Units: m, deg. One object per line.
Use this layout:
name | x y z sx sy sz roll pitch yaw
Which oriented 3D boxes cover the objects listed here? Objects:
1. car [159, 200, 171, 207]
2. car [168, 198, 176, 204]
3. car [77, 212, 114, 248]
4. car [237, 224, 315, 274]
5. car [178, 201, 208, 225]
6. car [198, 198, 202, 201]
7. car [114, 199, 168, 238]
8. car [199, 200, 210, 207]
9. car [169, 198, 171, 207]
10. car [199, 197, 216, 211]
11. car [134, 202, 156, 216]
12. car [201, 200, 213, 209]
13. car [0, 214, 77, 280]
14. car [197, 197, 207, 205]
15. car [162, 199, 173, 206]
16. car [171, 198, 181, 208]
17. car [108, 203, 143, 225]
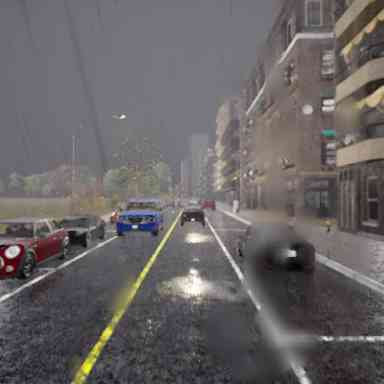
car | -5.367 2.255 66.736 1.887 1.381 4.507 1 -1 0
car | -5.387 2.397 89.352 1.967 1.590 4.097 1 -1 0
car | -5.321 1.734 15.854 1.947 1.339 4.313 1 -1 0
car | 2.564 1.680 10.823 1.947 1.339 4.313 1 -1 0
car | 0.073 1.788 26.689 1.837 1.490 4.892 0 0 0
car | 0.020 1.917 43.702 1.801 1.575 5.366 0 -1 0
car | -2.868 1.427 19.488 2.150 2.045 5.566 0 -1 0
car | 2.512 2.283 67.430 1.947 1.339 4.313 1 -1 0
car | -5.363 2.231 61.083 1.802 1.307 4.206 1 -1 0
car | 2.530 1.848 50.451 2.192 1.841 5.009 1 -1 0
car | -5.342 1.951 38.468 1.887 1.381 4.507 1 -1 0
car | 2.522 2.139 56.109 1.887 1.381 4.507 1 -1 0
car | -5.315 1.549 10.201 1.967 1.590 4.097 1 -1 0
car | 2.499 2.217 84.414 2.192 1.841 5.009 1 -1 0
car | -5.373 2.322 72.390 2.008 1.369 4.403 1 -1 0
car | -2.840 2.145 61.406 2.128 1.511 4.902 0 -1 1
car | -5.330 1.727 27.162 1.967 1.590 4.097 1 -1 0
